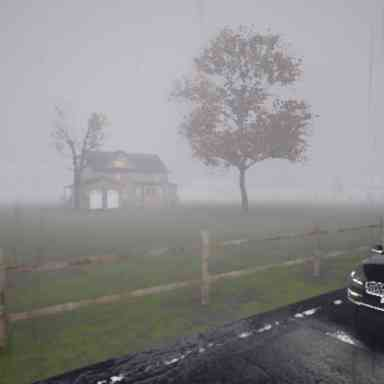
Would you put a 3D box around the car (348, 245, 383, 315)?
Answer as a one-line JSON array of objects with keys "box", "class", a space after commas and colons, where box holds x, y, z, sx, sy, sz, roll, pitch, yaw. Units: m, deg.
[{"box": [5.079, 1.493, 6.685, 4.892, 1.490, 1.837, 0, 0, -36], "class": "car"}]
